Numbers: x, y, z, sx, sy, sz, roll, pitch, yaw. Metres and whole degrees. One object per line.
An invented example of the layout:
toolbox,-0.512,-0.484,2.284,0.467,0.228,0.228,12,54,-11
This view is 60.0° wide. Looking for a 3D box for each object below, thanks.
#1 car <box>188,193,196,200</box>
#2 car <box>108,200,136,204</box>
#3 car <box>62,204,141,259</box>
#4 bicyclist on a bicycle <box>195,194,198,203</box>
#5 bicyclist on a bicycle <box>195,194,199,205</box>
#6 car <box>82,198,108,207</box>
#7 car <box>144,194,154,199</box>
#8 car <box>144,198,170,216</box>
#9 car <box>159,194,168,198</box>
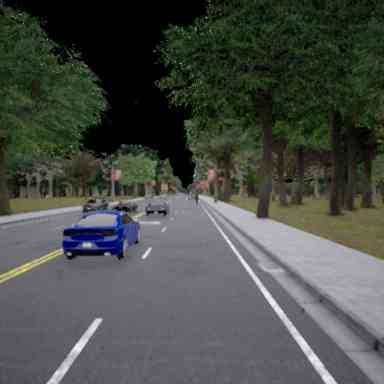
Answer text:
car,0.003,1.241,81.645,2.033,1.411,5.357,0,0,0
car,-6.593,1.501,32.995,1.895,1.301,4.718,0,0,0
car,-3.151,1.435,12.467,1.882,1.535,5.008,0,0,0
bicyclist on a bicycle,0.898,1.277,63.300,0.582,1.620,1.656,0,0,0
bicyclist on a bicycle,0.898,1.300,54.302,0.582,1.620,1.656,0,0,0
car,-9.842,1.402,34.202,1.837,1.490,4.892,0,0,0
car,-9.747,1.133,75.629,1.837,1.490,4.892,0,0,0
car,-3.150,1.505,31.360,1.895,1.301,4.718,0,0,0
car,-6.497,1.195,75.214,1.812,1.442,4.674,0,0,0
